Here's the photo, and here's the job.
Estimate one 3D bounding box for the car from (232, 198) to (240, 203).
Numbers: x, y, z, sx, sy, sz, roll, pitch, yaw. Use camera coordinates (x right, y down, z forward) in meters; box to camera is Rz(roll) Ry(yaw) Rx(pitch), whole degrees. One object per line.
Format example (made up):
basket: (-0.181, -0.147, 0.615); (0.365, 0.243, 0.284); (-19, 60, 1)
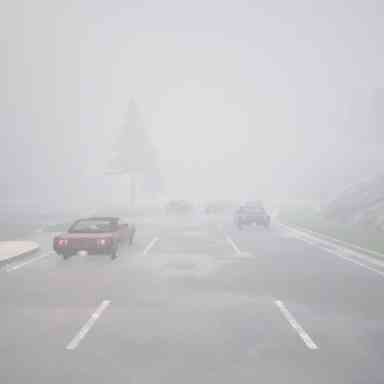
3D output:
car: (5.322, 1.526, 44.199); (1.812, 1.442, 4.674); (0, 0, 16)

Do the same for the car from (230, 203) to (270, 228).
car: (3.799, 1.601, 21.908); (1.895, 1.301, 4.718); (0, 0, 3)

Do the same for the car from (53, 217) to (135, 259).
car: (-3.394, 1.601, 12.586); (1.895, 1.301, 4.718); (0, 0, 0)

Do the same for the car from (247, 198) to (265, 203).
car: (7.233, 1.478, 38.038); (1.882, 1.535, 5.008); (0, 0, 16)

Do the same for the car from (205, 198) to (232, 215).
car: (2.560, 1.526, 34.238); (1.812, 1.442, 4.674); (0, 0, 15)

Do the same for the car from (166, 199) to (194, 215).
car: (-1.178, 1.493, 33.840); (2.128, 1.511, 4.902); (0, 0, 14)
